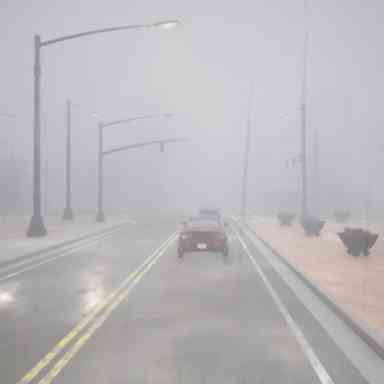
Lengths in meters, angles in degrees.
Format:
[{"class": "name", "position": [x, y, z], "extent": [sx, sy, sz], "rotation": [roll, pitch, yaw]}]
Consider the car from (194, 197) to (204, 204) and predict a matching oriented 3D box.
[{"class": "car", "position": [1.426, 2.320, 82.239], "extent": [1.812, 1.442, 4.674], "rotation": [0, -1, 4]}]

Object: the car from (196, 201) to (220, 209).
[{"class": "car", "position": [1.468, 1.807, 28.396], "extent": [1.812, 1.442, 4.674], "rotation": [0, -1, 4]}]

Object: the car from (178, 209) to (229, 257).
[{"class": "car", "position": [0.502, 1.656, 13.421], "extent": [1.812, 1.442, 4.674], "rotation": [0, 0, 4]}]
